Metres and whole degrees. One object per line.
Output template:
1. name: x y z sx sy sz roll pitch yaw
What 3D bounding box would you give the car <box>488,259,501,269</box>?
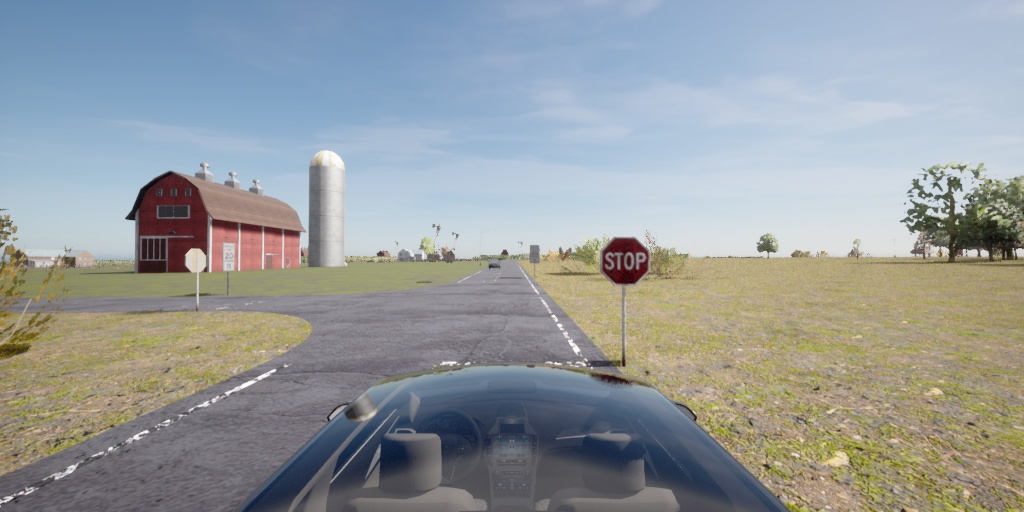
1. car: -2.730 1.280 56.418 1.882 1.535 5.008 0 0 0
